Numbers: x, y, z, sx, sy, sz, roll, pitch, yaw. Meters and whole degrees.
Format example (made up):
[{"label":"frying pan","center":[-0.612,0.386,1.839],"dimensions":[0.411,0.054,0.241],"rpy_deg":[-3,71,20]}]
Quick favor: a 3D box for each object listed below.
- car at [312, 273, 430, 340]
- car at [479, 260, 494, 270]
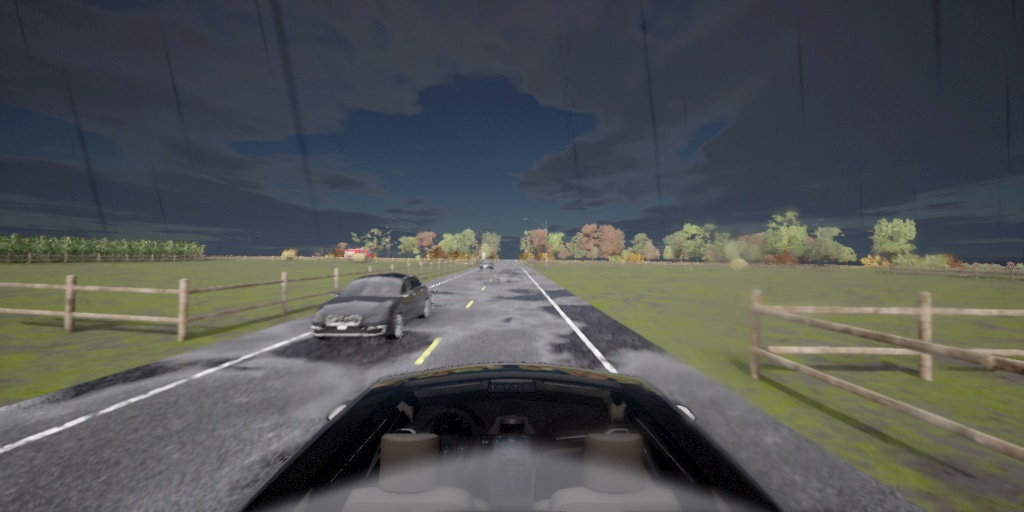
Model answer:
[{"label":"car","center":[-3.601,1.258,10.036],"dimensions":[1.837,1.490,4.892],"rpy_deg":[0,0,0]},{"label":"car","center":[-3.584,1.262,50.965],"dimensions":[2.128,1.511,4.902],"rpy_deg":[0,0,0]}]
